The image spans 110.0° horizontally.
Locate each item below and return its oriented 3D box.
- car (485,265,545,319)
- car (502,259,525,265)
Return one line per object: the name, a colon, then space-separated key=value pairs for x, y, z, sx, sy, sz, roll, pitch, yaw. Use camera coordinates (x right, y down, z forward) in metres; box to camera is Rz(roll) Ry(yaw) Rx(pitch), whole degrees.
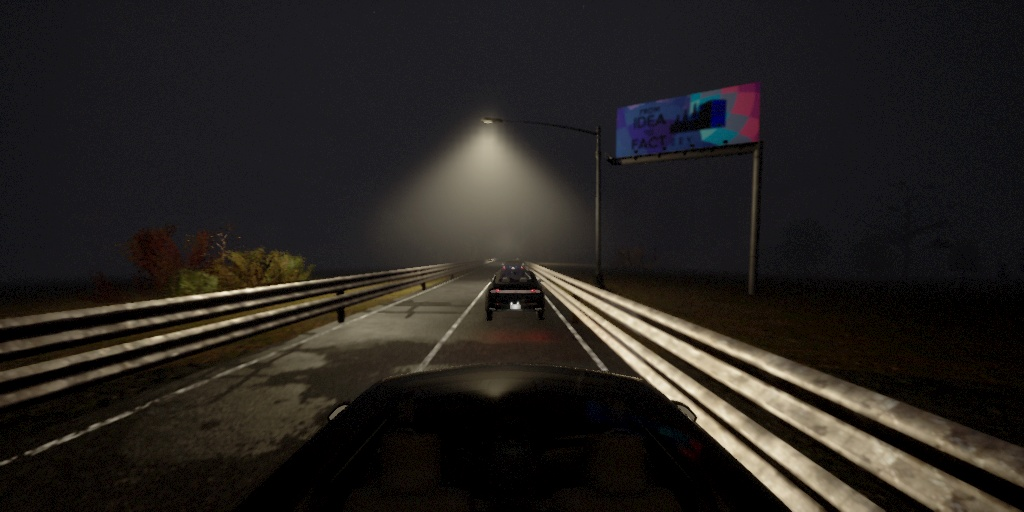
car: x=0.100 y=1.237 z=12.690 sx=2.128 sy=1.511 sz=4.902 roll=0 pitch=0 yaw=0
car: x=0.100 y=1.090 z=33.620 sx=2.097 sy=1.767 sz=4.553 roll=0 pitch=0 yaw=0
